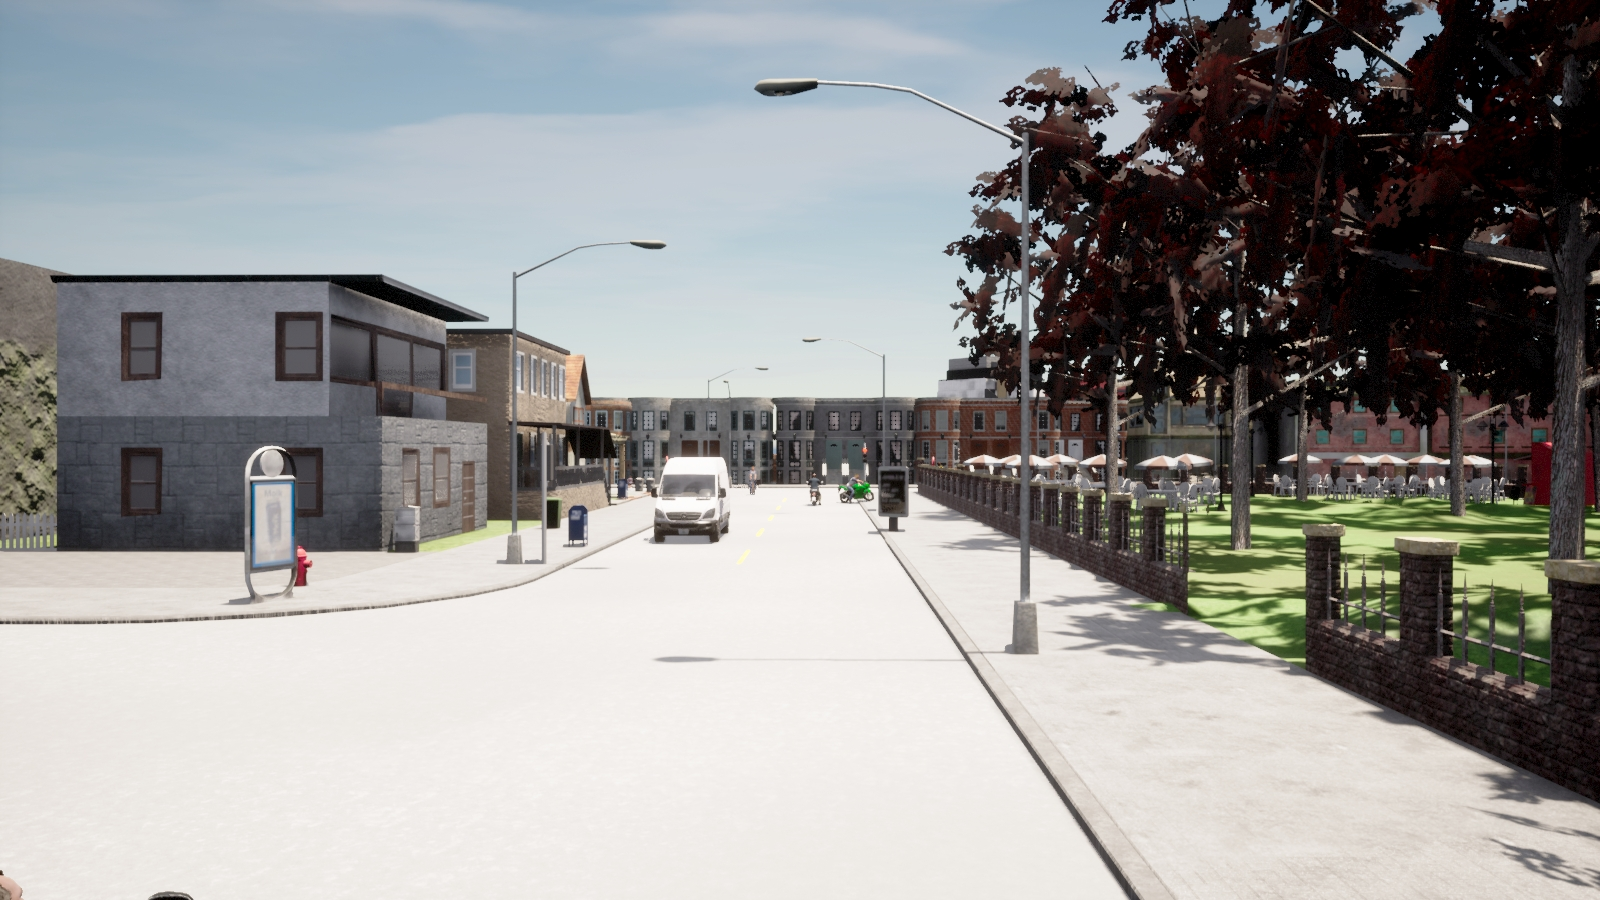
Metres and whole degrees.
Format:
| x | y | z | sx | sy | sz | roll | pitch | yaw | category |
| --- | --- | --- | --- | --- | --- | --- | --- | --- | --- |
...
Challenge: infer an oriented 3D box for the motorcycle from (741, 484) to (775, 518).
| x | y | z | sx | sy | sz | roll | pitch | yaw | category |
| --- | --- | --- | --- | --- | --- | --- | --- | --- | --- |
| -1.677 | 1.985 | 45.065 | 0.867 | 1.251 | 2.209 | 0 | 0 | -15 | motorcycle |

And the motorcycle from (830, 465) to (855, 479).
| x | y | z | sx | sy | sz | roll | pitch | yaw | category |
| --- | --- | --- | --- | --- | --- | --- | --- | --- | --- |
| 3.779 | 1.939 | 101.151 | 2.033 | 1.145 | 0.803 | -5 | -2 | 27 | motorcycle |

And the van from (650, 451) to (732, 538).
| x | y | z | sx | sy | sz | roll | pitch | yaw | category |
| --- | --- | --- | --- | --- | --- | --- | --- | --- | --- |
| -3.393 | 1.314 | 36.728 | 1.988 | 2.561 | 5.915 | 0 | 0 | 1 | van |
